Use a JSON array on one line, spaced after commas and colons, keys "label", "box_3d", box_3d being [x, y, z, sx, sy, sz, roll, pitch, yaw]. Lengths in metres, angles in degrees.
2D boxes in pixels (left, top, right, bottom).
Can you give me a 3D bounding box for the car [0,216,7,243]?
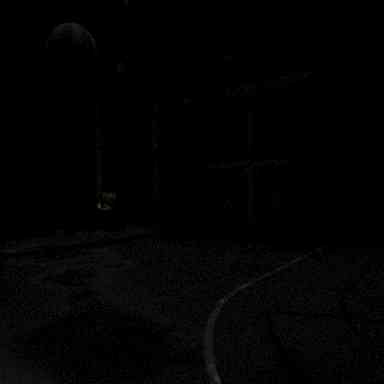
[{"label": "car", "box_3d": [-8.004, 1.303, 10.405, 3.866, 1.878, 1.905, -2, 5, -7]}]
